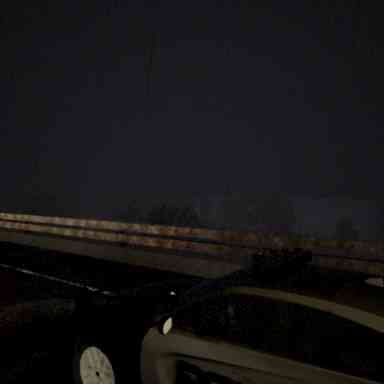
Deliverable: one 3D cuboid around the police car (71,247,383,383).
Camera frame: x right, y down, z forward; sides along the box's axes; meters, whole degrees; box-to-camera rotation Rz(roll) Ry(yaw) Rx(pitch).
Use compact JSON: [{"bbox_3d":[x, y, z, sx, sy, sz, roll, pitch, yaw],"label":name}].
[{"bbox_3d":[0.764,1.425,3.325,5.238,1.638,1.930,0,0,36],"label":"police car"}]
